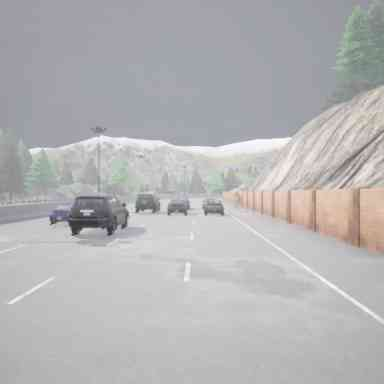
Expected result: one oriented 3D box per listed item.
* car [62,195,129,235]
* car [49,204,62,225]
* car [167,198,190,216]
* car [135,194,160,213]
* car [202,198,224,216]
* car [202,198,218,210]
[{"bbox_3d":[-5.119,1.216,18.932,2.150,2.045,5.566,0,-1,0],"label":"car"},{"bbox_3d":[-8.539,1.525,23.800,1.812,1.442,4.674,0,0,1],"label":"car"},{"bbox_3d":[-1.385,1.504,32.986,1.837,1.490,4.892,0,0,1],"label":"car"},{"bbox_3d":[-4.822,1.219,36.790,2.150,2.045,5.566,0,0,1],"label":"car"},{"bbox_3d":[2.113,1.491,32.797,2.128,1.511,4.902,0,0,1],"label":"car"},{"bbox_3d":[2.283,1.524,43.247,1.812,1.442,4.674,0,0,1],"label":"car"}]
